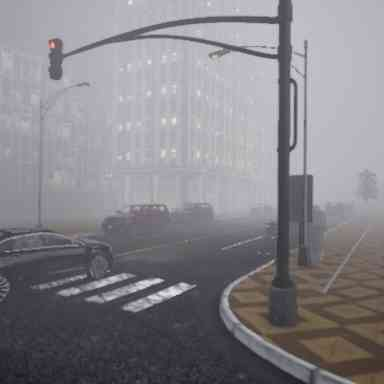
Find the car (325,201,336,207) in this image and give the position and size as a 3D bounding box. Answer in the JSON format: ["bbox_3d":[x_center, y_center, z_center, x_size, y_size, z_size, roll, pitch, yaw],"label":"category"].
[{"bbox_3d":[36.429,3.126,87.362,1.947,1.339,4.313,0,-1,31],"label":"car"}]

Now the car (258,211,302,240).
[{"bbox_3d":[5.562,2.015,19.571,1.802,1.307,4.206,0,-1,31],"label":"car"}]

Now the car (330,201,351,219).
[{"bbox_3d":[16.198,2.080,37.667,2.192,1.841,5.009,0,-1,31],"label":"car"}]

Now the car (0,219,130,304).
[{"bbox_3d":[-4.123,1.673,8.529,2.128,1.511,4.902,0,-1,31],"label":"car"}]

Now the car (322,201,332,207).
[{"bbox_3d":[33.515,2.997,82.444,1.752,1.417,4.829,0,-1,31],"label":"car"}]

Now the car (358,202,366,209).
[{"bbox_3d":[37.553,2.862,73.802,1.967,1.590,4.097,0,-1,31],"label":"car"}]

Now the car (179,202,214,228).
[{"bbox_3d":[-0.045,1.757,26.074,2.192,1.841,5.009,0,-1,31],"label":"car"}]

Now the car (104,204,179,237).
[{"bbox_3d":[-3.273,1.656,20.627,2.192,1.841,5.009,0,-1,31],"label":"car"}]

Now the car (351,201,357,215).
[{"bbox_3d":[20.586,2.217,45.174,2.192,1.841,5.009,0,-1,31],"label":"car"}]

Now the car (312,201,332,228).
[{"bbox_3d":[8.643,1.844,24.768,2.192,1.841,5.009,0,-1,31],"label":"car"}]

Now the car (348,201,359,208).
[{"bbox_3d":[41.125,3.112,84.859,2.128,1.511,4.902,0,-1,31],"label":"car"}]

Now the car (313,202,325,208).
[{"bbox_3d":[27.944,2.884,73.047,1.802,1.307,4.206,0,-1,31],"label":"car"}]

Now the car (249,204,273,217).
[{"bbox_3d":[8.354,2.141,40.119,1.967,1.590,4.097,0,-1,31],"label":"car"}]
